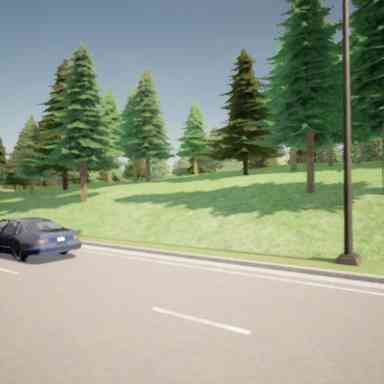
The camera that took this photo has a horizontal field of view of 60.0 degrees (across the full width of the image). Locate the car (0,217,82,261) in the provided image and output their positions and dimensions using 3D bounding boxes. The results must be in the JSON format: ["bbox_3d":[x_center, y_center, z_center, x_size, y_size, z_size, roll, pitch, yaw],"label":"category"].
[{"bbox_3d":[-6.520,1.685,12.833,5.357,1.411,2.033,-1,0,36],"label":"car"}]
